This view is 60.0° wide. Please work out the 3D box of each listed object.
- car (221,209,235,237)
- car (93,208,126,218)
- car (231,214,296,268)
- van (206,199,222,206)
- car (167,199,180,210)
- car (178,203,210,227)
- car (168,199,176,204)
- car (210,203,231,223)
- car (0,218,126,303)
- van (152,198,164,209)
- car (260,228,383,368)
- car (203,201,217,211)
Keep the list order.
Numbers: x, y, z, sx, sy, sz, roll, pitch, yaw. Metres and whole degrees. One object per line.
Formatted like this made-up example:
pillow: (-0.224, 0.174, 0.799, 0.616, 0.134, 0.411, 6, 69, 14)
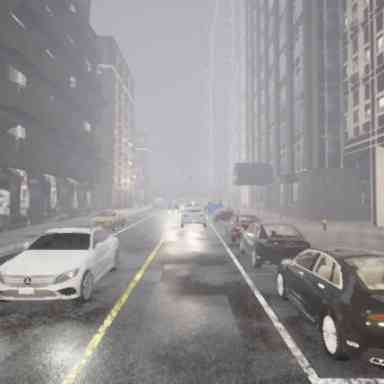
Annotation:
car: (2.711, 1.776, 17.128, 1.802, 1.307, 4.206, 1, -1, 0)
car: (-5.665, 1.780, 22.617, 1.752, 1.417, 4.829, 1, -1, 0)
car: (2.709, 1.681, 11.478, 2.008, 1.369, 4.403, 1, -1, 0)
van: (2.728, 1.786, 39.735, 1.690, 1.788, 3.998, 1, -1, 0)
car: (-2.970, 2.108, 54.110, 2.128, 1.511, 4.902, 0, -1, 0)
car: (0.121, 1.807, 25.089, 1.812, 1.442, 4.674, 0, 0, 0)
car: (-5.626, 2.600, 94.635, 2.008, 1.369, 4.403, 1, -1, 0)
car: (2.717, 1.901, 28.430, 1.802, 1.307, 4.206, 1, -1, 0)
car: (-3.098, 1.623, 8.567, 1.812, 1.442, 4.674, 0, -1, 0)
van: (-5.730, 1.974, 56.724, 1.690, 1.788, 3.998, 1, -1, 0)
car: (2.706, 1.618, 5.827, 2.008, 1.369, 4.403, 1, -1, 0)
car: (2.730, 2.152, 51.033, 1.802, 1.307, 4.206, 1, -1, 0)
